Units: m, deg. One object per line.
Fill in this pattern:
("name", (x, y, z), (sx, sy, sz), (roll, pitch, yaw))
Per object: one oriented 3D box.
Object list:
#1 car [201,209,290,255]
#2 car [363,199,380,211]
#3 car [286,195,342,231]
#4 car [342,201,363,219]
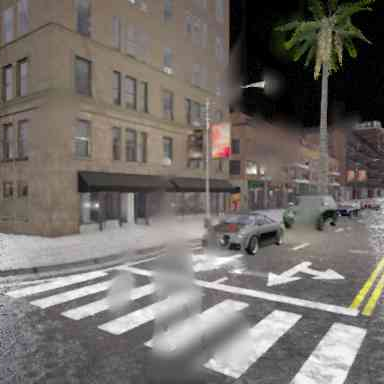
("car", (2.143, 1.568, 13.456), (1.994, 1.385, 4.181), (0, 0, 36))
("car", (22.310, 1.586, 41.692), (1.994, 1.385, 4.181), (0, 0, 36))
("car", (7.638, 1.228, 21.200), (2.150, 2.045, 5.566), (0, 0, 36))
("car", (13.437, 1.611, 29.352), (1.895, 1.301, 4.718), (0, 0, 36))
